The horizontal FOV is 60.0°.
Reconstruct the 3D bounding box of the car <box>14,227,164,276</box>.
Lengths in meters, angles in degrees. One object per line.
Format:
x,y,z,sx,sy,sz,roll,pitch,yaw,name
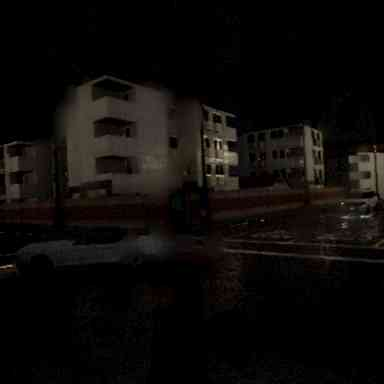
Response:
-3.407,1.922,11.495,4.718,1.301,1.895,-3,0,-10,car

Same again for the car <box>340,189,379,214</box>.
15.371,0.889,30.379,2.150,2.045,5.566,-4,1,41,car
